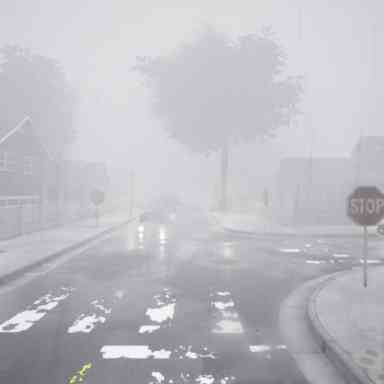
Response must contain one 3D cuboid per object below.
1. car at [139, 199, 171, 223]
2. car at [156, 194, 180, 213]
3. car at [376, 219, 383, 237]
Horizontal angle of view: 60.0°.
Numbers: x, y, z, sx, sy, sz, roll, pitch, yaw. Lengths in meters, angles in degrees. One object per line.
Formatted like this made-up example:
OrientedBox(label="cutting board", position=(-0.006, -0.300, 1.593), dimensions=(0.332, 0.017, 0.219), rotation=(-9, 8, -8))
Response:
OrientedBox(label="car", position=(-2.846, 1.521, 25.566), dimensions=(1.812, 1.442, 4.674), rotation=(0, 0, 0))
OrientedBox(label="car", position=(-2.845, 1.212, 37.902), dimensions=(2.150, 2.045, 5.566), rotation=(0, 0, 0))
OrientedBox(label="car", position=(10.468, 1.326, 13.967), dimensions=(5.008, 1.535, 1.882), rotation=(-1, 0, 1))
